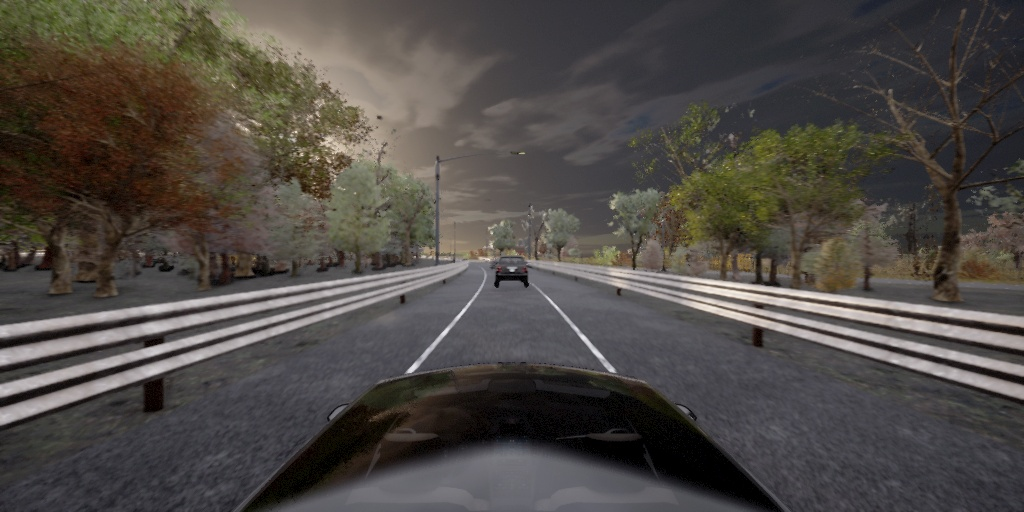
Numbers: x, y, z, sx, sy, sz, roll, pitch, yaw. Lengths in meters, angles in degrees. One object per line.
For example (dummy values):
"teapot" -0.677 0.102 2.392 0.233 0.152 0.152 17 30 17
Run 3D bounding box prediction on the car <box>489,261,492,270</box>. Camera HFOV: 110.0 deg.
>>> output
"car" -2.270 1.213 52.362 2.128 1.511 4.902 0 0 -7

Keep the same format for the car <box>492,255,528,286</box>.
"car" -0.109 0.974 25.063 2.150 2.045 5.566 0 0 -2
